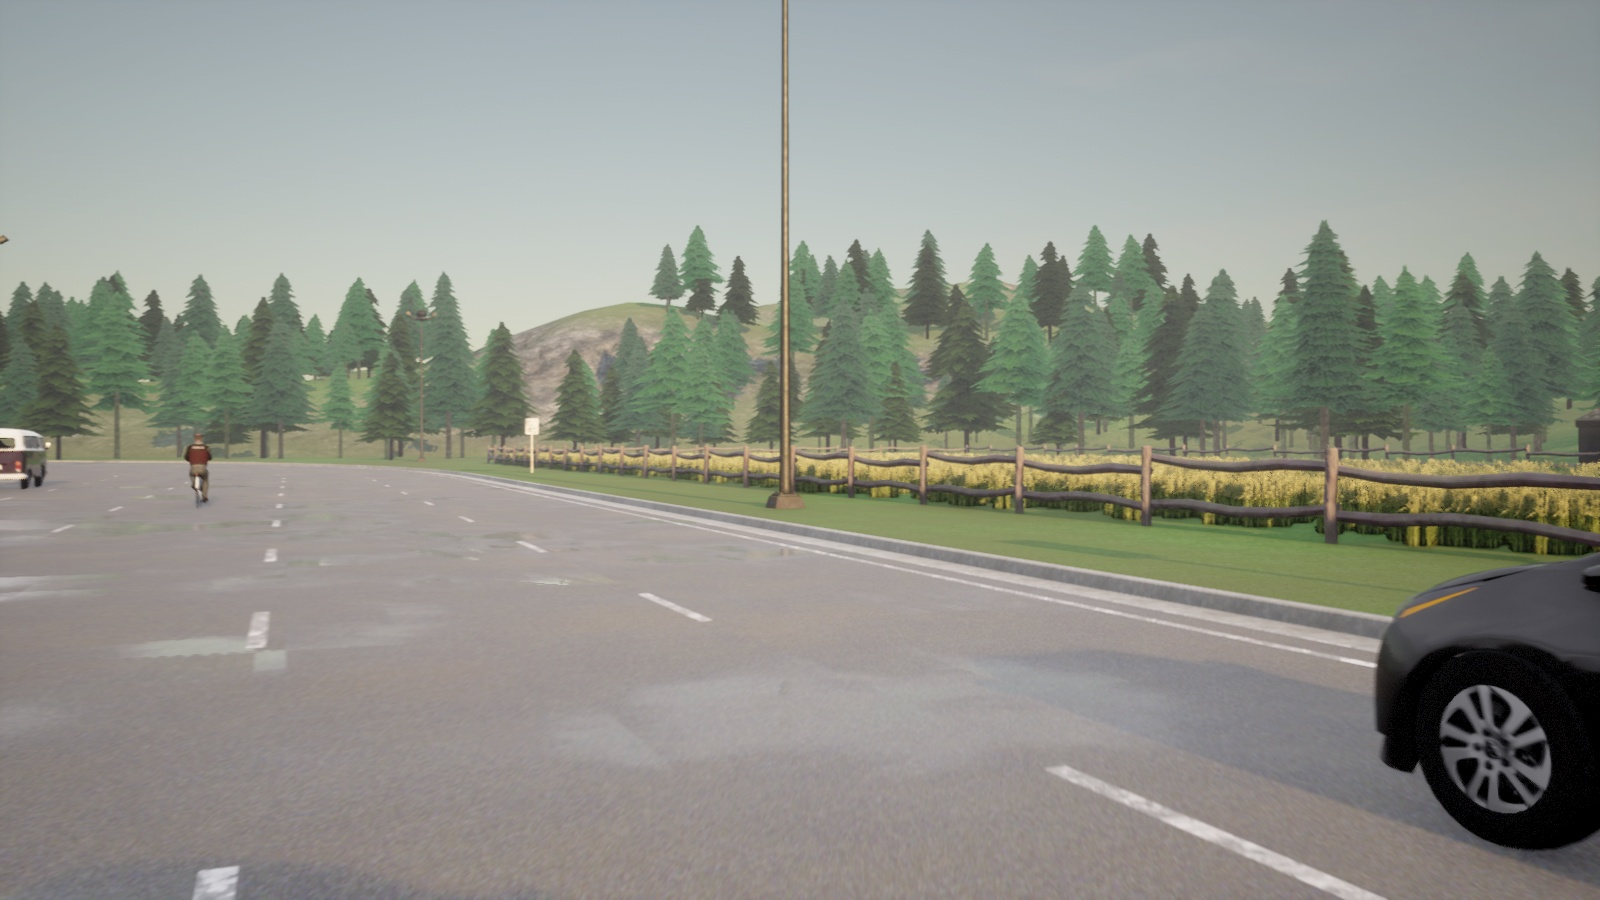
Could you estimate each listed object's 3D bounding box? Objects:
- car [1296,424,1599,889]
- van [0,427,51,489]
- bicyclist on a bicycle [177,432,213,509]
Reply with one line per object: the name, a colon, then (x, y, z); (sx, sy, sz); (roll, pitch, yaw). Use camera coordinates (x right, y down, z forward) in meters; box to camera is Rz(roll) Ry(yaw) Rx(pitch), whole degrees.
car: (3.898, 0.680, 3.639); (2.007, 1.525, 4.514); (0, 0, -22)
van: (-27.356, 0.237, 43.203); (2.069, 2.038, 4.480); (0, 0, -22)
bicyclist on a bicycle: (-14.300, 0.462, 29.725); (0.659, 1.776, 1.843); (0, 0, -22)
